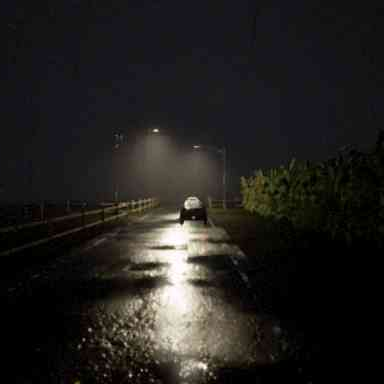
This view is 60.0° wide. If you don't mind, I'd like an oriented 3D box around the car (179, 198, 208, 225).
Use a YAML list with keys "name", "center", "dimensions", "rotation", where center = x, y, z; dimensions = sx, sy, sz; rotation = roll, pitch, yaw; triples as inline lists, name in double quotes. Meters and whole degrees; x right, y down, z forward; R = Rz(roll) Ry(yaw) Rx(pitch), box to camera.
- name: "car"
  center: [0.102, 1.443, 23.912]
  dimensions: [2.128, 1.511, 4.902]
  rotation: [0, 0, 0]

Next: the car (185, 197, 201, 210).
- name: "car"
  center: [0.098, 1.443, 41.602]
  dimensions: [1.812, 1.442, 4.674]
  rotation: [0, 0, 0]
